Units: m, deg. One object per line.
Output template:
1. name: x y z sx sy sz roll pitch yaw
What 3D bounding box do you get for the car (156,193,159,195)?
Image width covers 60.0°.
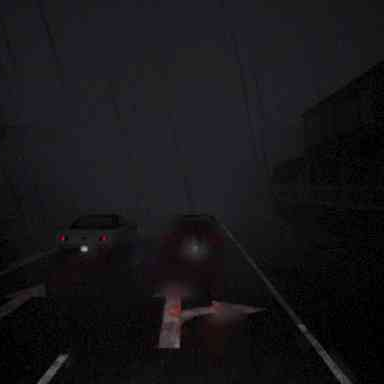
1. car: -9.824 0.504 89.244 2.033 1.411 5.357 0 0 0

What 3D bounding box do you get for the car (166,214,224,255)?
1. car: 0.131 1.495 12.728 1.895 1.301 4.718 0 0 1

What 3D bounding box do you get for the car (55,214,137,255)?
1. car: -3.369 1.494 12.749 1.895 1.301 4.718 0 0 1

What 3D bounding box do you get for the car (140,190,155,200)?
1. car: -9.944 0.617 73.454 2.150 2.045 5.566 0 0 0

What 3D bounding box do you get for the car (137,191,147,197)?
1. car: -13.324 0.516 89.271 1.994 1.385 4.181 0 0 0

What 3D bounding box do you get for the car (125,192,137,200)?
1. car: -13.444 0.891 73.509 1.837 1.490 4.892 0 0 0
